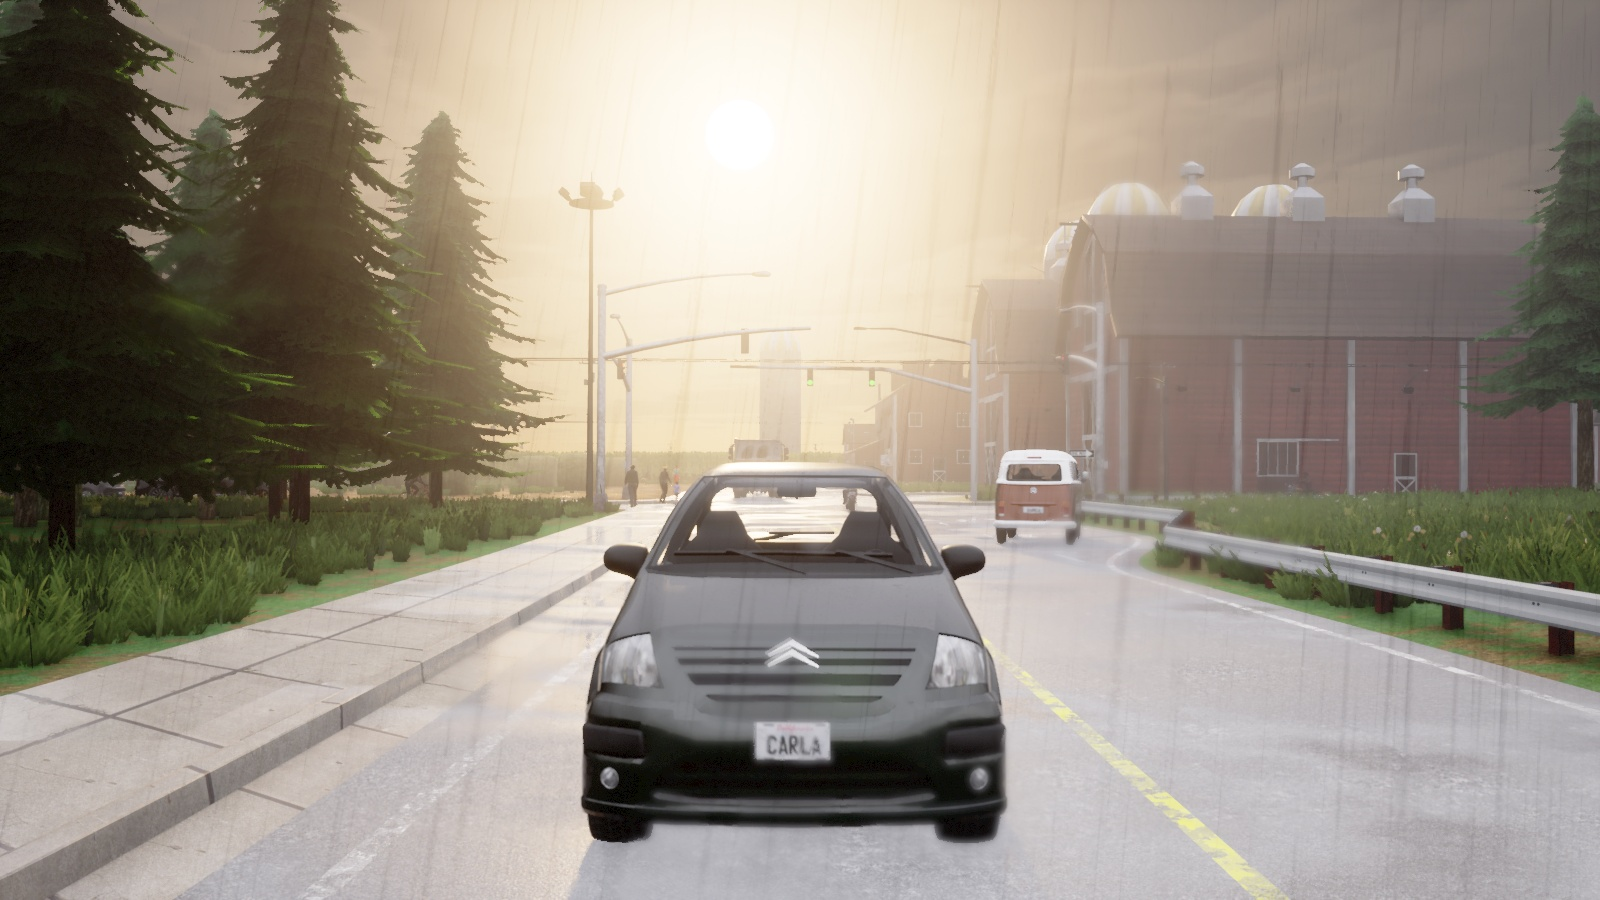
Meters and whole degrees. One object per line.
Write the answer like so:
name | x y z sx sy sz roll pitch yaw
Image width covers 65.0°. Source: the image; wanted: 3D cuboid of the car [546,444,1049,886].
car | -0.021 0.824 6.633 1.851 1.617 3.988 0 -1 0

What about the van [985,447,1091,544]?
van | 5.525 0.997 28.733 2.069 2.038 4.480 0 -1 15

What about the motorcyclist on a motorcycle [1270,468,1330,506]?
motorcyclist on a motorcycle | 22.286 1.640 55.957 2.350 1.649 0.766 0 -1 -1

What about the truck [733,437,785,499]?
truck | -2.453 1.075 73.816 2.891 3.462 7.936 0 -1 -2

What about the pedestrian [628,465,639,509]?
pedestrian | -6.919 1.535 52.191 0.353 1.847 0.614 0 -1 0

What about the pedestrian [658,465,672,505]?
pedestrian | -6.260 1.610 58.308 0.331 1.846 0.634 -1 -1 26

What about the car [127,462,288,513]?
car | -24.170 1.518 51.378 5.566 2.045 2.150 0 -1 -1

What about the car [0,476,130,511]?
car | -32.149 1.891 54.689 4.892 1.490 1.837 0 -1 -1
